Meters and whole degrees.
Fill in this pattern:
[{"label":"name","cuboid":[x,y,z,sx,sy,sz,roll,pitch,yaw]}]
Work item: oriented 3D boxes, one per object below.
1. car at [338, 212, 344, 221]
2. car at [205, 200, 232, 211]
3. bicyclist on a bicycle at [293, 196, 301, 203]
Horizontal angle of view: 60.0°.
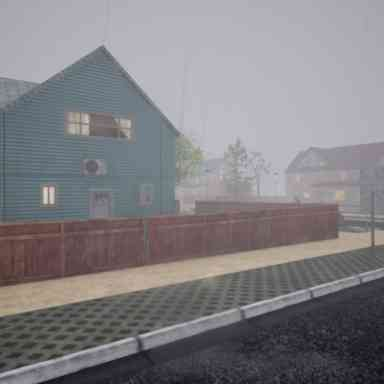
[{"label":"car","cuboid":[8.200,1.544,23.625,1.895,1.301,4.718,0,0,-36]},{"label":"car","cuboid":[2.422,1.461,31.692,1.994,1.385,4.181,0,0,-36]},{"label":"bicyclist on a bicycle","cuboid":[9.873,1.196,31.351,1.656,1.620,0.582,-1,1,-36]}]
